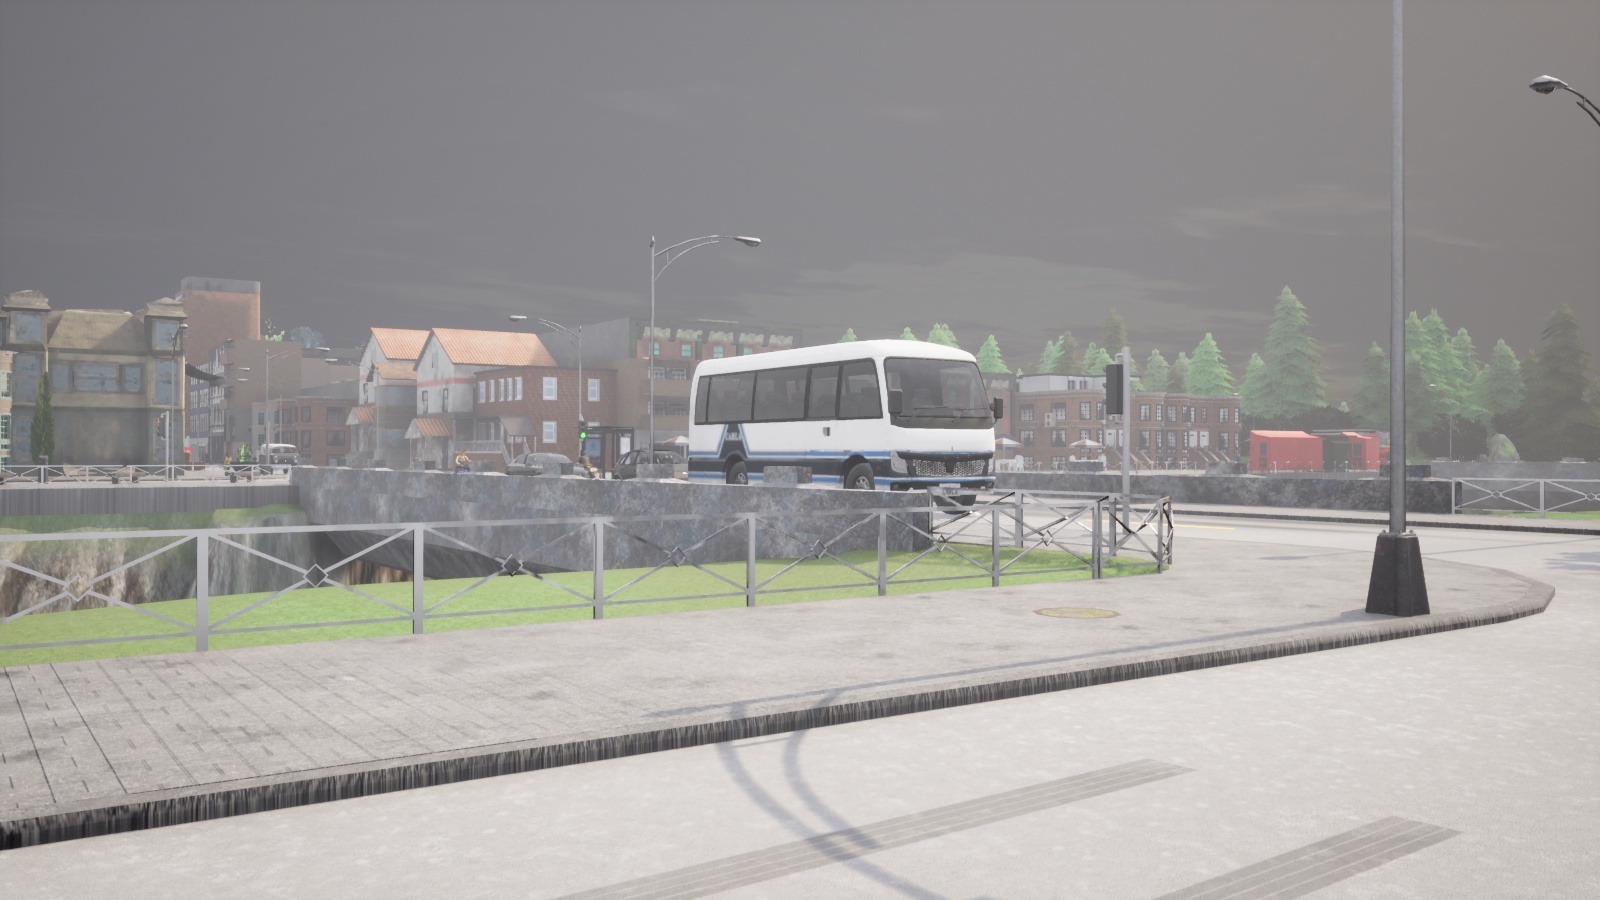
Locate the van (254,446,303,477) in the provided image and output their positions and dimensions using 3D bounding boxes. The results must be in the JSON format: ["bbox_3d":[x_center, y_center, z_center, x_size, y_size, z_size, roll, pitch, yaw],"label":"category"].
[{"bbox_3d":[-34.689,0.746,83.502,2.069,2.038,4.480,0,0,-35],"label":"van"}]

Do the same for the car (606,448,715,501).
[{"bbox_3d":[-4.535,0.751,40.350,1.851,1.617,3.988,0,0,-33],"label":"car"}]

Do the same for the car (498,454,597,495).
[{"bbox_3d":[-9.613,0.886,47.507,1.837,1.490,4.892,0,0,-36],"label":"car"}]

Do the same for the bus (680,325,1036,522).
[{"bbox_3d":[1.029,-0.554,32.420,3.944,4.253,10.273,0,0,-33],"label":"bus"}]
